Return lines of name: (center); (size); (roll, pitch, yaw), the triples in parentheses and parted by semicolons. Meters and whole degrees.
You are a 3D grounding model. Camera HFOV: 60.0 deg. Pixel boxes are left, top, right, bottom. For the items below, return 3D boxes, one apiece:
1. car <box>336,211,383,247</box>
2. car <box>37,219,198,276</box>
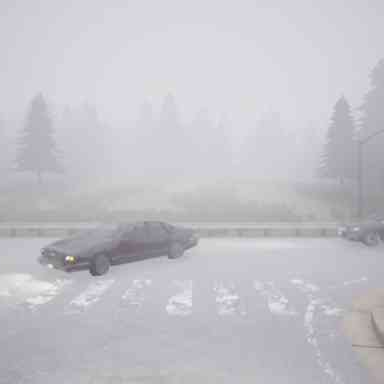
car: (9.020, 1.566, 14.780); (4.902, 1.511, 2.128); (0, 0, 0)
car: (-2.057, 1.604, 10.885); (2.033, 1.411, 5.357); (0, 0, 41)
